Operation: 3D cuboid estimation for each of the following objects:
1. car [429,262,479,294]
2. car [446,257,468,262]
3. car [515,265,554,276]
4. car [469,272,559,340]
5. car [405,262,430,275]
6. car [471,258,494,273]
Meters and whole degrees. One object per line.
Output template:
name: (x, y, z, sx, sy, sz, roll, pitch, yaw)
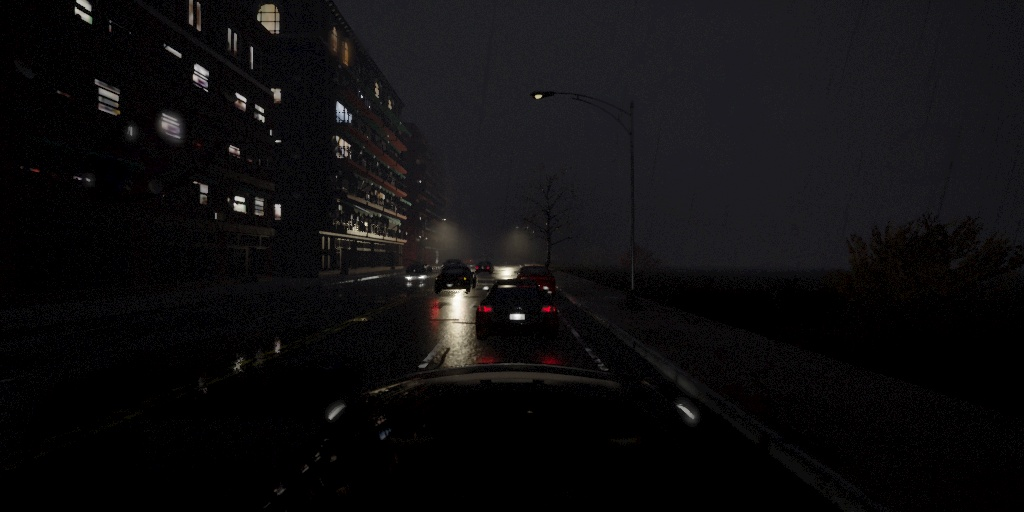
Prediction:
car: (-3.127, 1.277, 20.333, 1.812, 1.442, 4.674, 0, 0, 0)
car: (-6.554, 1.103, 40.069, 2.097, 1.767, 4.553, 0, 0, 0)
car: (1.158, 1.230, 18.862, 1.882, 1.535, 5.008, 0, 0, 0)
car: (0.111, 1.315, 9.942, 1.994, 1.385, 4.181, 0, 0, 0)
car: (-9.806, 1.315, 37.985, 1.994, 1.385, 4.181, 0, 0, 0)
car: (-3.104, 1.298, 40.675, 2.033, 1.411, 5.357, 0, 0, 0)
